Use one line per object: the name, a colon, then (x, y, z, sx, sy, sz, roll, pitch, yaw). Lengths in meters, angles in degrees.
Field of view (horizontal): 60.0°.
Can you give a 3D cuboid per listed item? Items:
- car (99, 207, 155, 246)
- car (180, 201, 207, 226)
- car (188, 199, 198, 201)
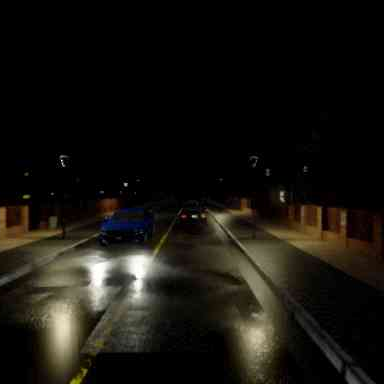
car: (-2.844, 1.496, 15.470, 1.882, 1.535, 5.008, 0, 1, 0)
car: (0.106, 1.578, 23.317, 2.033, 1.411, 5.357, 0, 0, 0)
car: (0.113, 1.624, 42.722, 2.033, 1.411, 5.357, 0, 0, 0)
